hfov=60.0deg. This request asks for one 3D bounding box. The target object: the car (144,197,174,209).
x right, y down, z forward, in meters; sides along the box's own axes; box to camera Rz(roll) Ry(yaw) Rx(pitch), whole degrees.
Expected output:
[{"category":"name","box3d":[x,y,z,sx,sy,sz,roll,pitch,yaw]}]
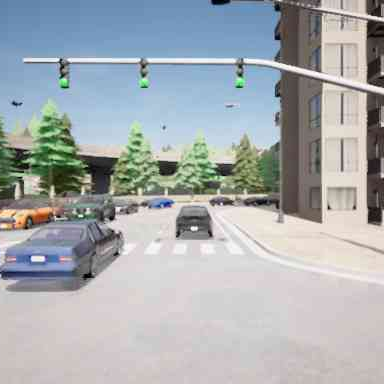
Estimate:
[{"category":"car","box3d":[-4.062,1.429,44.054,1.882,1.535,5.008,0,0,21]}]

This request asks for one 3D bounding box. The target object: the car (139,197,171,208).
[{"category":"car","box3d":[-5.375,1.500,49.132,2.033,1.411,5.357,0,0,30]}]

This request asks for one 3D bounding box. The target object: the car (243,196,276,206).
[{"category":"car","box3d":[10.046,1.397,51.090,4.902,1.511,2.128,0,0,-37]}]

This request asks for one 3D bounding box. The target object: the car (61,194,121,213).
[{"category":"car","box3d":[-7.036,1.193,23.919,2.150,2.045,5.566,0,0,1]}]

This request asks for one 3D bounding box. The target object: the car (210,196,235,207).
[{"category":"car","box3d":[4.688,1.426,50.948,1.837,1.490,4.892,0,0,43]}]

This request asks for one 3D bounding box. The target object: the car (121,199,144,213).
[{"category":"car","box3d":[-6.781,1.457,33.929,2.128,1.511,4.902,0,0,6]}]

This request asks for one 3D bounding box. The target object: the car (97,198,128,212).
[{"category":"car","box3d":[-9.325,1.495,39.543,1.812,1.442,4.674,0,0,12]}]

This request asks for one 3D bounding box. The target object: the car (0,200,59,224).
[{"category":"car","box3d":[-10.558,1.336,20.944,2.097,1.767,4.553,0,0,0]}]

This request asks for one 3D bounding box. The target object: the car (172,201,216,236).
[{"category":"car","box3d":[0.108,1.459,18.005,1.837,1.490,4.892,0,0,0]}]

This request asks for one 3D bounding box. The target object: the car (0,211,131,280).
[{"category":"car","box3d":[-3.394,1.516,9.843,2.033,1.411,5.357,0,0,0]}]

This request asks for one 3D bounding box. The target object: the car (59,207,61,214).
[{"category":"car","box3d":[-10.436,1.543,29.584,1.994,1.385,4.181,0,0,1]}]

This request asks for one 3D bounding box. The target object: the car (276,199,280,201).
[{"category":"car","box3d":[13.012,1.419,57.082,4.674,1.442,1.812,0,0,-24]}]
